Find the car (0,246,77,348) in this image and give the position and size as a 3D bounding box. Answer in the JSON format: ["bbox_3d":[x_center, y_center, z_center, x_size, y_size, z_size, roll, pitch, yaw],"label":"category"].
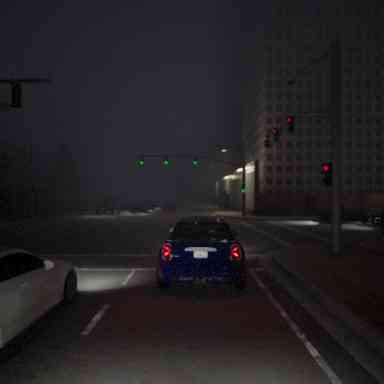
[{"bbox_3d":[-3.417,1.591,5.336,1.812,1.442,4.674,0,-1,0],"label":"car"}]

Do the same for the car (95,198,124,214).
[{"bbox_3d":[-10.564,1.725,42.261,2.150,2.045,5.566,0,-1,0],"label":"car"}]

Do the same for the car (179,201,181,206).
[{"bbox_3d":[-3.445,2.448,71.679,1.895,1.301,4.718,0,-1,0],"label":"car"}]

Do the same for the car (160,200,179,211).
[{"bbox_3d":[-3.353,2.119,49.868,1.812,1.442,4.674,0,-1,0],"label":"car"}]

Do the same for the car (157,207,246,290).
[{"bbox_3d":[0.364,1.469,9.655,2.097,1.767,4.553,0,-1,4],"label":"car"}]

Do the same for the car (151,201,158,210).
[{"bbox_3d":[-7.046,2.140,53.388,1.837,1.490,4.892,0,-1,0],"label":"car"}]

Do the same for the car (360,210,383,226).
[{"bbox_3d":[15.817,1.861,25.130,4.892,1.490,1.837,0,-1,0],"label":"car"}]

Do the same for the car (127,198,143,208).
[{"bbox_3d":[-10.510,2.087,61.809,2.097,1.767,4.553,0,-1,1],"label":"car"}]

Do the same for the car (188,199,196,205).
[{"bbox_3d":[0.053,2.515,82.010,2.033,1.411,5.357,0,-1,0],"label":"car"}]

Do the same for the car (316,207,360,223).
[{"bbox_3d":[12.968,1.961,28.626,4.181,1.385,1.994,0,-1,0],"label":"car"}]

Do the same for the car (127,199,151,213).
[{"bbox_3d":[-7.057,2.055,44.494,1.812,1.442,4.674,0,-1,0],"label":"car"}]

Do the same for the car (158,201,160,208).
[{"bbox_3d":[-7.002,2.319,63.432,1.994,1.385,4.181,0,-1,0],"label":"car"}]

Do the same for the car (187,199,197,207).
[{"bbox_3d":[0.053,2.212,72.031,2.097,1.767,4.553,0,-1,0],"label":"car"}]

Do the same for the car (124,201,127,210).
[{"bbox_3d":[-10.552,2.097,52.028,1.882,1.535,5.008,0,-1,0],"label":"car"}]
